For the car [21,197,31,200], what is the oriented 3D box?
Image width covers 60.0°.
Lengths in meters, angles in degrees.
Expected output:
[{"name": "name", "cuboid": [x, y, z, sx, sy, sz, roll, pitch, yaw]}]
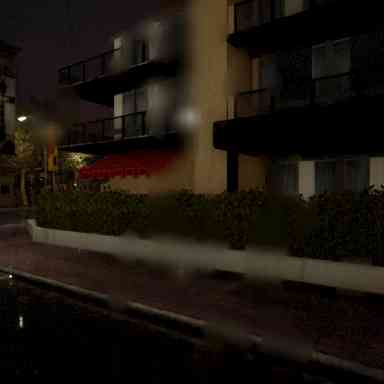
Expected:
[{"name": "car", "cuboid": [-35.601, 1.481, 67.658, 4.892, 1.521, 2.231, 0, 0, 36]}]
